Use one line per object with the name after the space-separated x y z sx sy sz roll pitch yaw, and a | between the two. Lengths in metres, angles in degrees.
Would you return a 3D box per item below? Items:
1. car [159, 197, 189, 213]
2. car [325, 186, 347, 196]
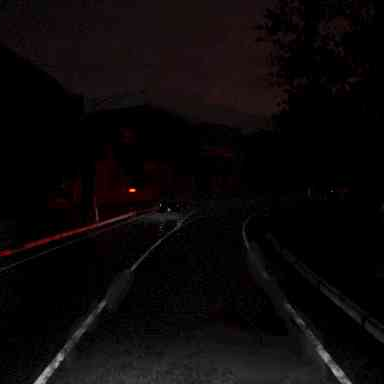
-1.553 1.093 29.163 1.895 1.301 4.718 0 1 9 | car
25.447 -0.276 59.204 4.553 1.767 2.097 -2 1 -31 | car
